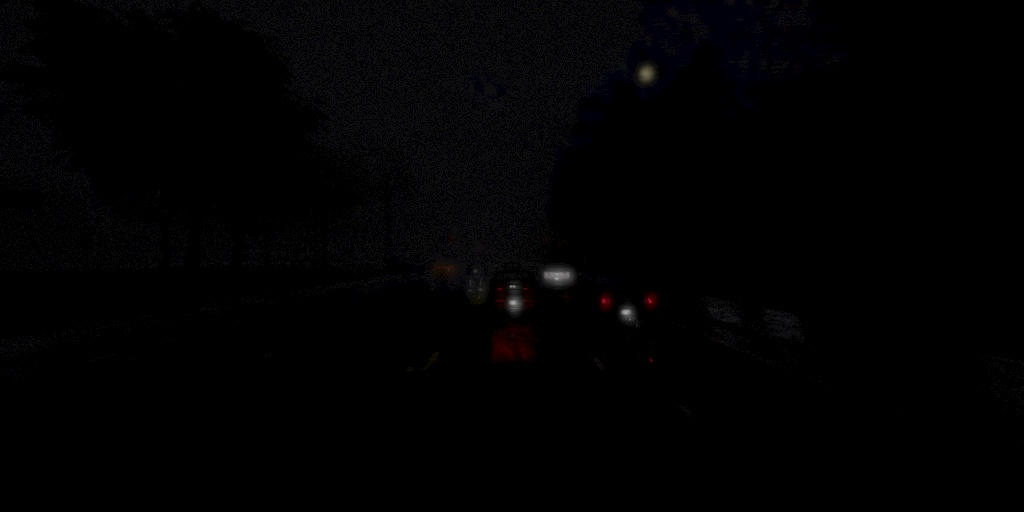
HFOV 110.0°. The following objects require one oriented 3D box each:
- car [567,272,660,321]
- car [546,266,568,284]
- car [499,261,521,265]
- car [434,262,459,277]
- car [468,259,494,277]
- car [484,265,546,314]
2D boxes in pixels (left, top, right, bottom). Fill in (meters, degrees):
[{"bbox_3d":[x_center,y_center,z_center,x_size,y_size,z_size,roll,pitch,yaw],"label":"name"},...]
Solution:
[{"bbox_3d":[3.346,1.364,12.583,1.895,1.301,4.718,0,0,0],"label":"car"},{"bbox_3d":[3.349,1.408,27.869,1.895,1.301,4.718,0,0,0],"label":"car"},{"bbox_3d":[0.101,1.318,29.501,1.837,1.490,4.892,0,0,0],"label":"car"},{"bbox_3d":[-6.586,1.323,36.428,1.882,1.535,5.008,0,0,0],"label":"car"},{"bbox_3d":[-3.336,1.340,36.973,2.128,1.511,4.902,0,0,0],"label":"car"},{"bbox_3d":[0.097,1.270,13.852,1.837,1.490,4.892,0,0,0],"label":"car"}]
